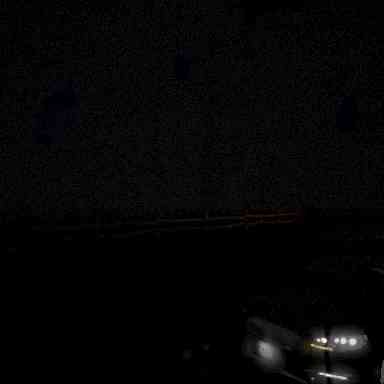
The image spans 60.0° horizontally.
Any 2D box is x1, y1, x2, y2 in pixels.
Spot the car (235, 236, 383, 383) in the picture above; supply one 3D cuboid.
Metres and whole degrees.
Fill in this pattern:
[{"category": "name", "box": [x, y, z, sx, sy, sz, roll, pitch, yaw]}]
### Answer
[{"category": "car", "box": [2.815, 1.495, 5.108, 4.902, 1.511, 2.128, 0, 0, -36]}]
